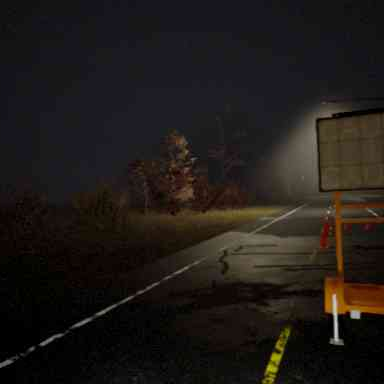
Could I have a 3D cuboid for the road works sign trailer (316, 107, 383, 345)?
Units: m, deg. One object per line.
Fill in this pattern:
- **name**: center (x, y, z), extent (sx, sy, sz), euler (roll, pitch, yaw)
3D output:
- **road works sign trailer**: center (3.487, 0.345, 5.704), extent (2.380, 3.560, 2.880), euler (-3, 0, 24)
